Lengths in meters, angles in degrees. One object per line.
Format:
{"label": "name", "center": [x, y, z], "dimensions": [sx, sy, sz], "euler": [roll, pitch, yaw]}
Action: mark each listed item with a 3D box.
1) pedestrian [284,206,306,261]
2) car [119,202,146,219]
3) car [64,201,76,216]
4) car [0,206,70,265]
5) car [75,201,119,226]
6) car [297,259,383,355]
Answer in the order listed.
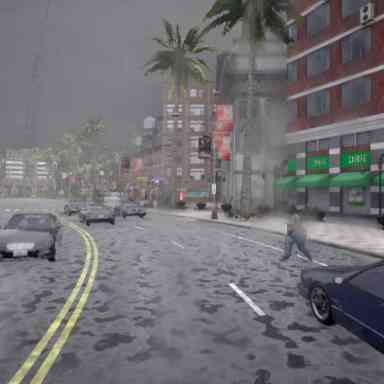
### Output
{"label": "pedestrian", "center": [3.268, 1.294, 10.532], "dimensions": [0.375, 1.860, 0.375], "euler": [0, 0, -13]}
{"label": "car", "center": [-5.640, 1.547, 29.260], "dimensions": [2.033, 1.411, 5.357], "euler": [0, 0, -27]}
{"label": "car", "center": [-11.501, 1.547, 32.934], "dimensions": [2.033, 1.411, 5.357], "euler": [0, 0, -27]}
{"label": "car", "center": [-5.691, 1.491, 11.892], "dimensions": [2.128, 1.511, 4.902], "euler": [0, 0, -18]}
{"label": "car", "center": [-6.905, 1.564, 23.897], "dimensions": [1.994, 1.385, 4.181], "euler": [0, 0, -26]}
{"label": "car", "center": [3.289, 1.547, 4.174], "dimensions": [2.033, 1.411, 5.357], "euler": [0, 0, -8]}
